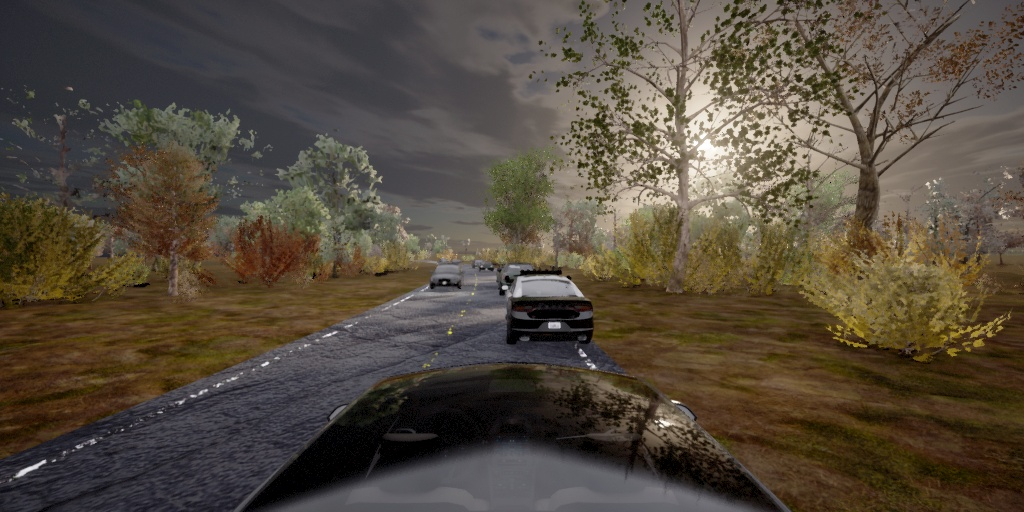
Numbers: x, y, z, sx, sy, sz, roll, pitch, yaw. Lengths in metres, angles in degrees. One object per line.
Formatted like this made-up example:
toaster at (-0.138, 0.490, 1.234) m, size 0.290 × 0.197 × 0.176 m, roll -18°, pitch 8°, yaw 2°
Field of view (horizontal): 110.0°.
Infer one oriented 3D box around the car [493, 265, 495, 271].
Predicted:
car at (-0.155, 1.253, 25.697) m, size 1.837 × 1.490 × 4.892 m, roll 0°, pitch 0°, yaw -5°

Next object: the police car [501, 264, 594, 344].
police car at (0.765, 1.175, 9.708) m, size 1.930 × 1.638 × 5.238 m, roll 0°, pitch 0°, yaw -2°

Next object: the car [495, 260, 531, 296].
car at (0.292, 1.100, 19.637) m, size 2.097 × 1.767 × 4.553 m, roll 0°, pitch 0°, yaw -4°

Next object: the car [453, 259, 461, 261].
car at (-9.867, 1.292, 63.881) m, size 2.033 × 1.411 × 5.357 m, roll 0°, pitch 0°, yaw -11°

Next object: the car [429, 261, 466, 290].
car at (-3.974, 1.254, 22.514) m, size 1.837 × 1.490 × 4.892 m, roll 0°, pitch 0°, yaw -4°

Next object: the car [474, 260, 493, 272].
car at (-3.495, 1.347, 46.602) m, size 1.895 × 1.301 × 4.718 m, roll 0°, pitch 0°, yaw -9°

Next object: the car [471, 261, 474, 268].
car at (-5.592, 1.291, 58.841) m, size 2.033 × 1.411 × 5.357 m, roll 0°, pitch 0°, yaw -11°
